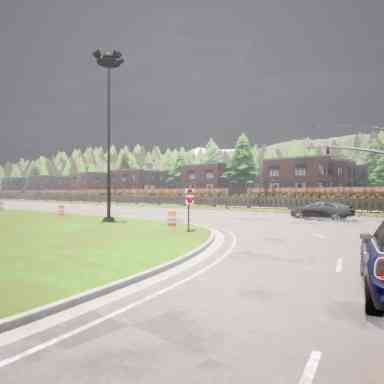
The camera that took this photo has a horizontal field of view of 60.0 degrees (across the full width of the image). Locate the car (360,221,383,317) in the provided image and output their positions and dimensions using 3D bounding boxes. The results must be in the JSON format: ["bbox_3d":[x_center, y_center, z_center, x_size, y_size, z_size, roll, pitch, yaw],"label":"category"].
[{"bbox_3d":[4.806,1.352,7.089,2.097,1.767,4.553,0,0,26],"label":"car"}]

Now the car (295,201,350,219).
[{"bbox_3d":[11.718,1.564,30.048,4.181,1.385,1.994,0,0,41],"label":"car"}]

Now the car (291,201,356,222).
[{"bbox_3d":[10.371,1.491,26.594,4.902,1.511,2.128,0,0,41],"label":"car"}]
